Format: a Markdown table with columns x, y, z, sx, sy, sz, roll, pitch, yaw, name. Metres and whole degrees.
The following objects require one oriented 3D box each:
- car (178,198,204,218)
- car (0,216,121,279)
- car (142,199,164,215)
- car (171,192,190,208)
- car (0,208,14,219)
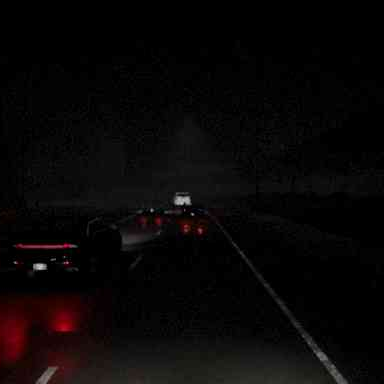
| x | y | z | sx | sy | sz | roll | pitch | yaw | name |
| --- | --- | --- | --- | --- | --- | --- | --- | --- | --- |
| -0.004 | 1.459 | 28.461 | 1.895 | 1.301 | 4.718 | 0 | 0 | -2 | car |
| -3.399 | 1.441 | 9.853 | 2.128 | 1.511 | 4.902 | 0 | 0 | 0 | car |
| -3.631 | 1.369 | 31.390 | 1.812 | 1.442 | 4.674 | 0 | 0 | -3 | car |
| -1.513 | 1.090 | 44.212 | 2.150 | 2.045 | 5.566 | 0 | -1 | -9 | car |
| -10.548 | 1.397 | 15.943 | 1.882 | 1.535 | 5.008 | 0 | 0 | 0 | car |
